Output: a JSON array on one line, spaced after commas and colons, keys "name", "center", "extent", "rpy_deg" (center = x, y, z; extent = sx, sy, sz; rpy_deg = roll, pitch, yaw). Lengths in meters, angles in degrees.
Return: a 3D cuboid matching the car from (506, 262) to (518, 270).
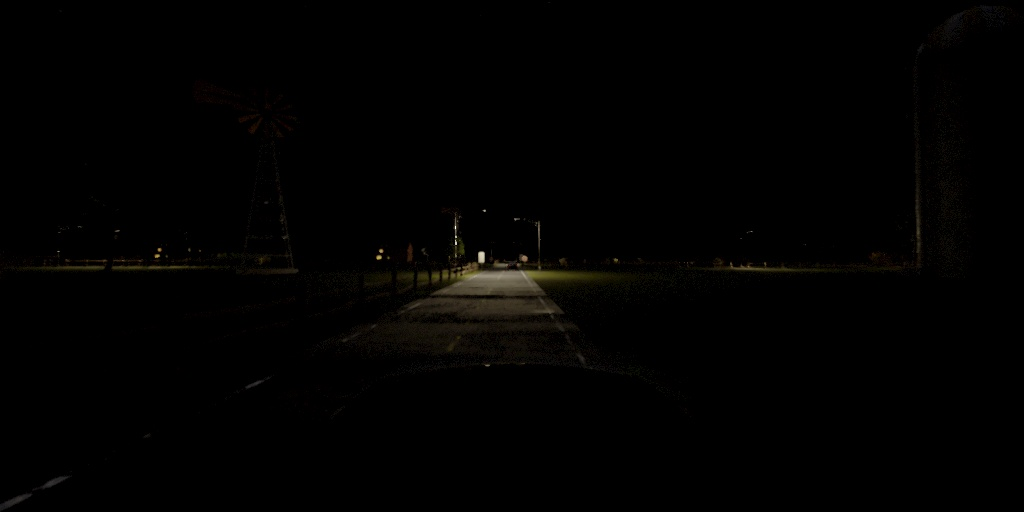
[{"name": "car", "center": [0.054, 1.676, 60.312], "extent": [2.033, 1.411, 5.357], "rpy_deg": [0, 0, -1]}]
